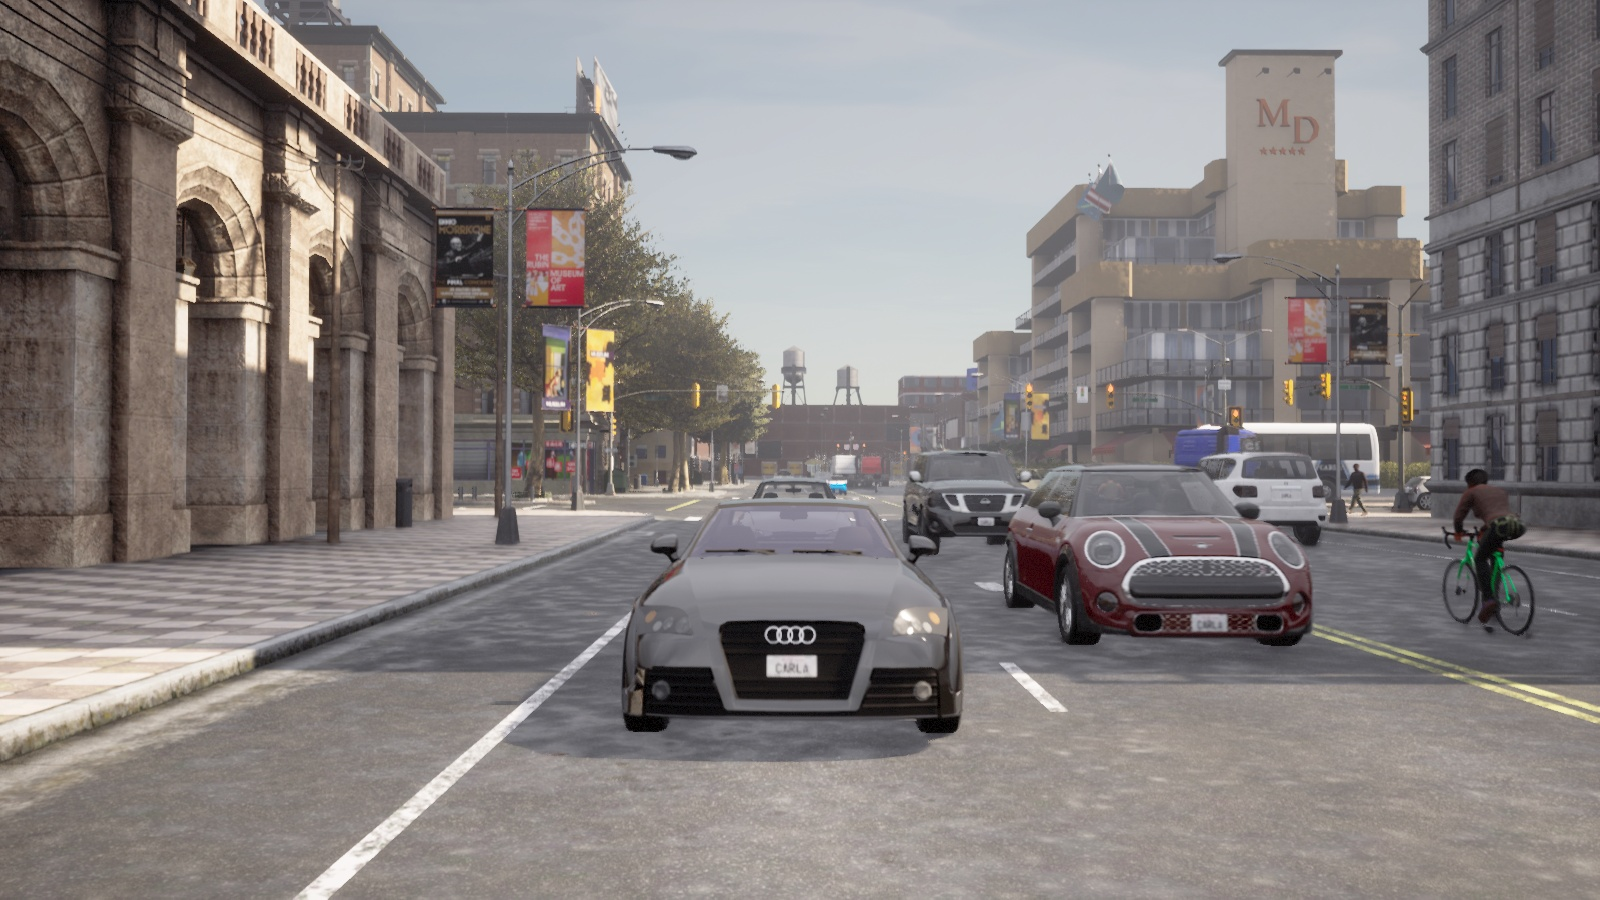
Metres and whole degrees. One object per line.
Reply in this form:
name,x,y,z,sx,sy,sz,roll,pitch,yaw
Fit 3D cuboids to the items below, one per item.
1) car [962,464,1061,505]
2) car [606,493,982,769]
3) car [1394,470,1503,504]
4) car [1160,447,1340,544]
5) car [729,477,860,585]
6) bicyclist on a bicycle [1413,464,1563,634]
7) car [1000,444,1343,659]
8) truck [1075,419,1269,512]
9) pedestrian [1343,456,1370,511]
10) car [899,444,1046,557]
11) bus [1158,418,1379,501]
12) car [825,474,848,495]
car,9.945,1.614,58.903,4.605,1.855,1.932,1,-2,-37
car,-0.038,1.032,8.763,1.994,1.385,4.181,0,-1,0
car,28.631,1.629,55.509,3.806,1.475,1.970,0,-1,0
car,10.312,1.002,29.326,2.150,2.045,5.566,0,-1,-1
car,-0.085,1.168,19.521,1.816,1.474,4.193,0,-1,0
bicyclist on a bicycle,6.959,0.962,12.796,0.582,1.620,1.656,0,-1,-1
car,3.443,0.881,12.702,2.097,1.767,4.553,0,-1,0
truck,14.855,0.639,49.877,7.936,3.462,2.891,0,-1,-33
pedestrian,18.806,1.133,42.464,0.703,1.840,0.431,0,-1,-20
car,3.367,0.966,25.632,2.150,2.045,5.566,0,-1,-1
bus,24.796,0.501,66.964,10.273,4.253,3.944,0,-1,-1
car,2.497,2.354,86.116,1.481,1.376,2.207,0,-1,-1
